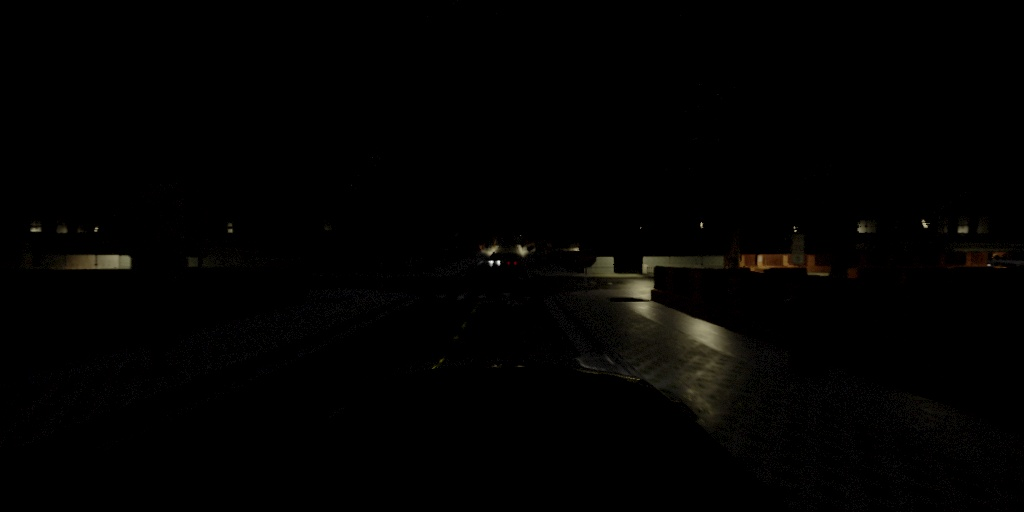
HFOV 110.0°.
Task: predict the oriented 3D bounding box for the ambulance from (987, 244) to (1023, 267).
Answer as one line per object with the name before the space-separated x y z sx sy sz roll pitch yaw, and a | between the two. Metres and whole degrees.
ambulance | 36.894 0.386 24.737 6.366 2.431 2.351 0 2 0

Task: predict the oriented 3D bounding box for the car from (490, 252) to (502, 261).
car | -2.759 0.068 61.163 2.033 1.411 5.357 0 2 0

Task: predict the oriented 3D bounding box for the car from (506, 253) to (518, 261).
car | -0.009 0.127 61.039 1.895 1.301 4.718 0 2 0
